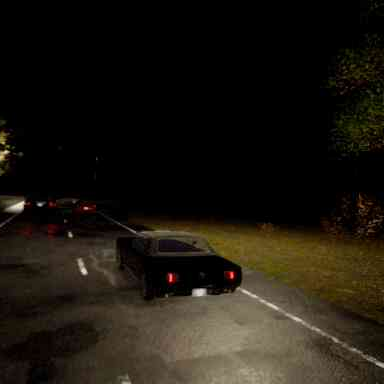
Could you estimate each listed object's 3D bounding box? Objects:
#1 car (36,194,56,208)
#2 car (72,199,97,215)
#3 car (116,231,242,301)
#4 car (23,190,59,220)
[{"bbox_3d":[-17.792,1.053,40.582,2.033,1.411,5.357,3,-1,-23],"label":"car"},{"bbox_3d":[-10.124,1.371,31.244,1.994,1.385,4.181,3,-1,-23],"label":"car"},{"bbox_3d":[-0.689,1.658,8.575,1.895,1.301,4.718,3,-1,-23],"label":"car"},{"bbox_3d":[-11.173,0.906,24.713,2.150,2.045,5.566,3,-1,-22],"label":"car"}]
